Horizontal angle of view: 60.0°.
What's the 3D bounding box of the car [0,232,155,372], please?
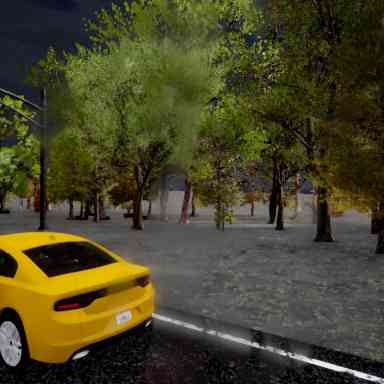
[{"bbox_3d":[-2.900,1.444,5.749,5.008,1.535,1.882,1,0,35],"label":"car"}]
